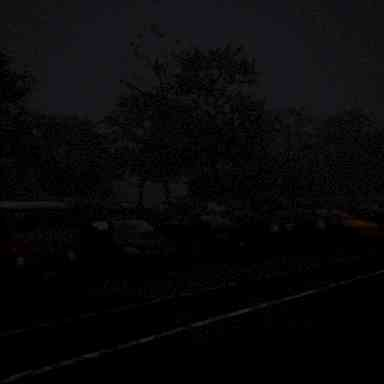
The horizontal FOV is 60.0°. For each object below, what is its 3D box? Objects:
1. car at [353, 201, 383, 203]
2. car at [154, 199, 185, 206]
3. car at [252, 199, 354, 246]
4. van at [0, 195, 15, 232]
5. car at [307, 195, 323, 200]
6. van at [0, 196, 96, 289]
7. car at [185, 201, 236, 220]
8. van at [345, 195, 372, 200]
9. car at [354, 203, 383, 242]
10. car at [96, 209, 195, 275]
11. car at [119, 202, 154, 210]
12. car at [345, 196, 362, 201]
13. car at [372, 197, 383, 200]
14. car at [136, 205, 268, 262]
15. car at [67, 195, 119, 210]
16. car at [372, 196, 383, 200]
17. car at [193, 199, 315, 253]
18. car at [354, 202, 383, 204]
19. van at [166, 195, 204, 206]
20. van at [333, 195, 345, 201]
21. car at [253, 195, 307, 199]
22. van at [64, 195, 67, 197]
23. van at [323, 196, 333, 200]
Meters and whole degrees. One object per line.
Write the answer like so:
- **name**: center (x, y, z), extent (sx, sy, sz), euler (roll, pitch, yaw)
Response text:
- **car**: center (11.403, 1.545, 20.359), extent (2.231, 1.521, 4.892), euler (0, 0, -35)
- **car**: center (-2.866, 1.542, 26.243), extent (2.002, 1.452, 4.674), euler (0, 0, -35)
- **car**: center (4.642, 1.375, 15.496), extent (2.185, 1.767, 4.553), euler (0, 0, -35)
- **van**: center (-11.960, 1.218, 19.911), extent (1.878, 1.987, 4.442), euler (0, 0, -35)
- **car**: center (10.687, 1.337, 35.866), extent (2.435, 2.045, 5.566), euler (0, 0, -35)
- **van**: center (-4.353, 1.218, 8.984), extent (1.878, 1.987, 4.442), euler (0, 0, -35)
- **car**: center (1.541, 1.570, 29.388), extent (2.002, 1.452, 4.674), euler (0, 0, -35)
- **van**: center (19.771, 1.422, 42.239), extent (1.878, 1.987, 4.442), euler (1, 0, -36)
- **car**: center (6.992, 1.512, 16.981), extent (1.946, 1.575, 5.366), euler (0, 0, -35)
- **car**: center (-2.162, 1.498, 10.691), extent (2.002, 1.452, 4.674), euler (0, 0, -35)
- **car**: center (-5.121, 1.487, 24.632), extent (2.097, 1.535, 5.008), euler (0, 0, -35)
- **car**: center (17.435, 1.631, 40.714), extent (2.097, 1.535, 5.008), euler (0, 0, -35)
- **car**: center (21.931, 1.698, 43.946), extent (2.163, 1.488, 4.792), euler (1, 0, -35)
- **car**: center (0.104, 1.472, 12.295), extent (2.097, 1.535, 5.008), euler (0, 0, -35)
- **car**: center (-7.465, 1.221, 22.935), extent (2.435, 2.045, 5.566), euler (0, 0, -35)
- **car**: center (24.081, 1.723, 45.477), extent (2.163, 1.488, 4.792), euler (1, 0, -35)
- **car**: center (2.381, 1.361, 13.886), extent (2.185, 1.767, 4.553), euler (0, 0, -35)
- **car**: center (9.149, 1.531, 18.738), extent (2.231, 1.521, 4.892), euler (0, 0, -35)
- **van**: center (-0.781, 1.290, 27.874), extent (1.878, 1.987, 4.442), euler (0, 0, -35)
- **van**: center (15.115, 1.391, 39.198), extent (1.878, 1.987, 4.442), euler (0, 0, -35)
- **car**: center (8.431, 1.322, 34.259), extent (2.435, 2.045, 5.566), euler (0, 0, -35)
- **van**: center (-9.806, 1.232, 21.446), extent (1.878, 1.987, 4.442), euler (0, 0, -35)
- **van**: center (12.994, 1.376, 37.401), extent (1.878, 1.987, 4.442), euler (0, 0, -35)
